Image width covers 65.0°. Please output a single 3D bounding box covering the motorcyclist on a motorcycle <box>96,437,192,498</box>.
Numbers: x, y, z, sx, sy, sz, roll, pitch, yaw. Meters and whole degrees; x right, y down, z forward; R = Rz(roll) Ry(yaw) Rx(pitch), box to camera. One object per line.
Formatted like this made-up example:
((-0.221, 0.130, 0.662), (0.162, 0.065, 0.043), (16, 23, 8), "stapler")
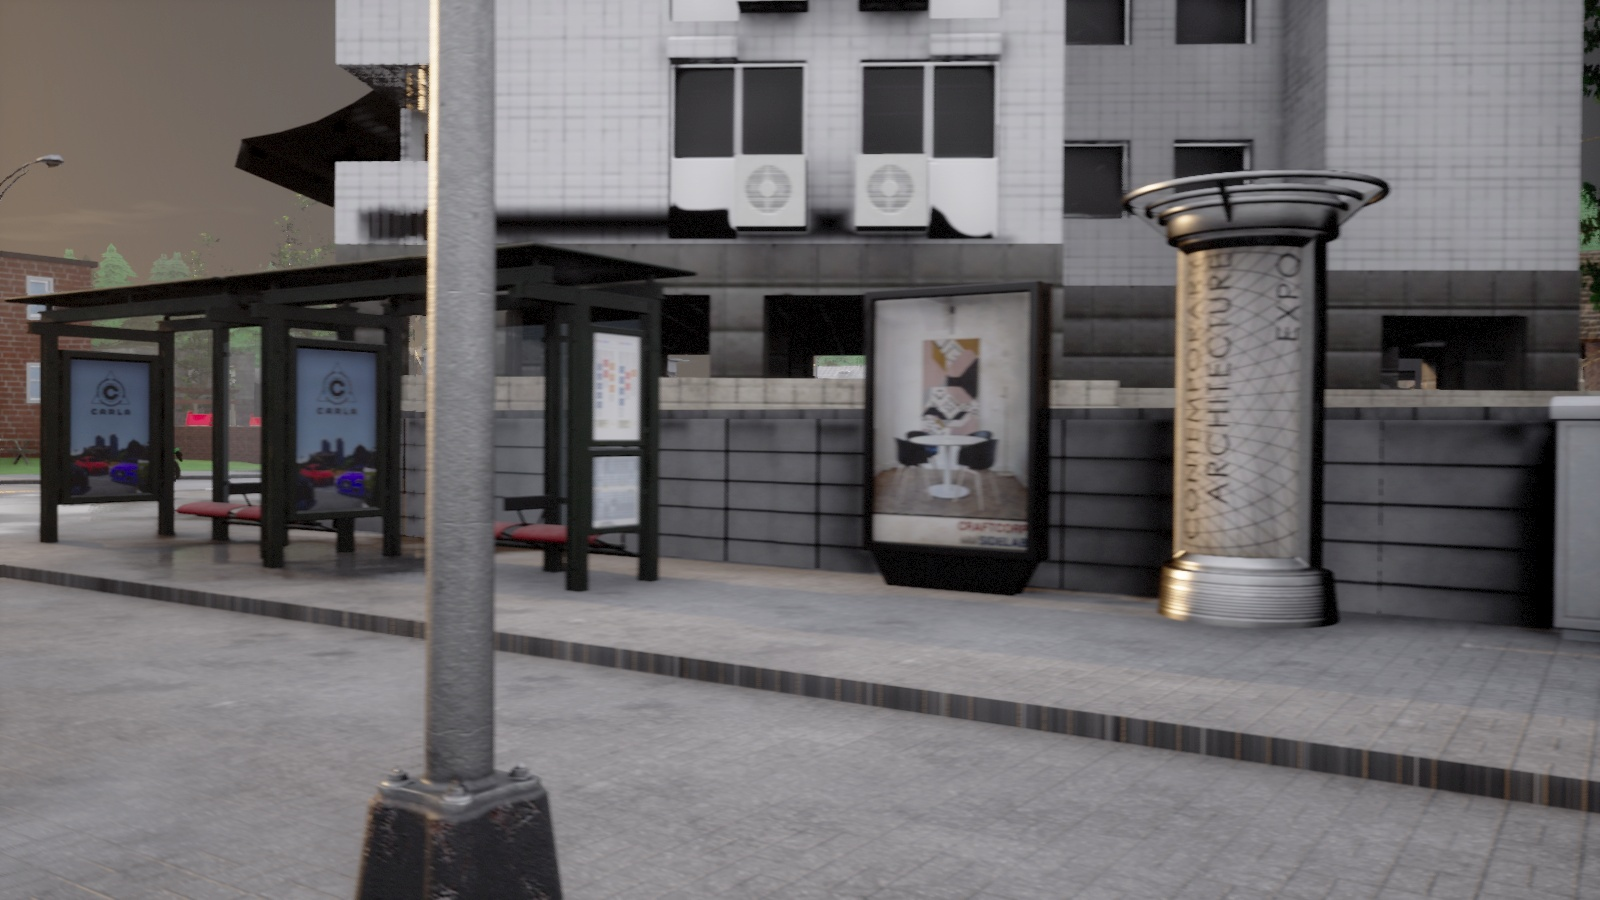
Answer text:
((-16.854, 0.425, 32.310), (0.797, 1.523, 2.044), (0, 1, 34), "motorcyclist on a motorcycle")
